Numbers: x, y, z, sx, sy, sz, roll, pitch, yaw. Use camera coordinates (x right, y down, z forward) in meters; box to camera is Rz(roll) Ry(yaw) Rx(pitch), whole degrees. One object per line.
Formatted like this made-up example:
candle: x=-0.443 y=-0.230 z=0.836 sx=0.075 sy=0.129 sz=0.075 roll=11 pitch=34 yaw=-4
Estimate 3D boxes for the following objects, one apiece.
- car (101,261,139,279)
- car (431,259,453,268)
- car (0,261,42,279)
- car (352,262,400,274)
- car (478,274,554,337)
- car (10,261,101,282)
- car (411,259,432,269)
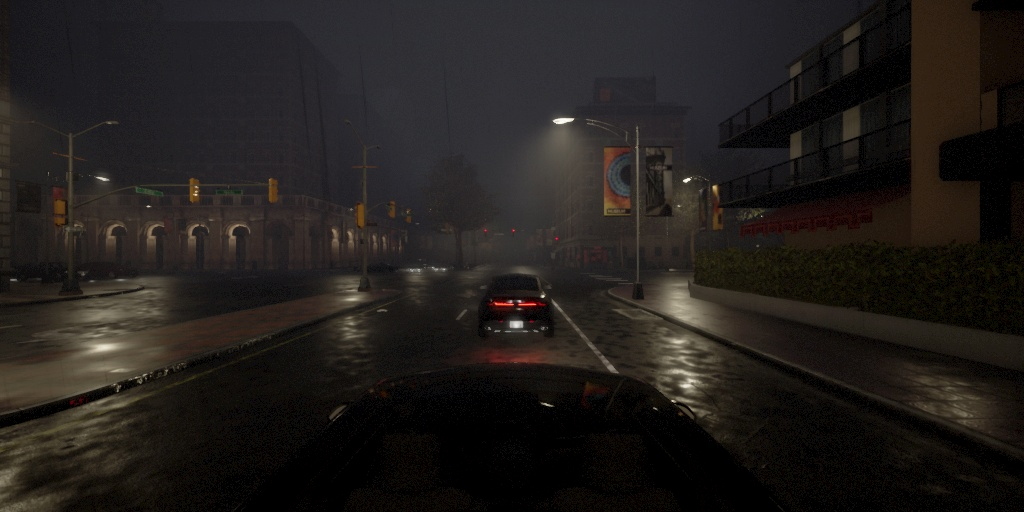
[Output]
car: x=-36.674 y=1.228 z=32.335 sx=5.008 sy=1.535 sz=1.882 roll=0 pitch=0 yaw=0
car: x=-11.352 y=1.314 z=58.682 sx=1.994 sy=1.385 sz=4.181 roll=0 pitch=0 yaw=0
car: x=-46.128 y=1.228 z=32.356 sx=5.008 sy=1.535 sz=1.882 roll=0 pitch=0 yaw=0
car: x=-15.009 y=1.351 z=39.563 sx=4.718 sy=1.301 sz=1.895 roll=0 pitch=0 yaw=0
car: x=0.109 y=1.255 z=10.285 sx=1.837 sy=1.490 sz=4.892 roll=0 pitch=0 yaw=0
car: x=-36.930 y=1.241 z=28.836 sx=4.902 sy=1.511 sz=2.128 roll=0 pitch=0 yaw=0
car: x=-14.857 y=1.241 z=57.911 sx=2.128 sy=1.511 sz=4.902 roll=0 pitch=0 yaw=0
